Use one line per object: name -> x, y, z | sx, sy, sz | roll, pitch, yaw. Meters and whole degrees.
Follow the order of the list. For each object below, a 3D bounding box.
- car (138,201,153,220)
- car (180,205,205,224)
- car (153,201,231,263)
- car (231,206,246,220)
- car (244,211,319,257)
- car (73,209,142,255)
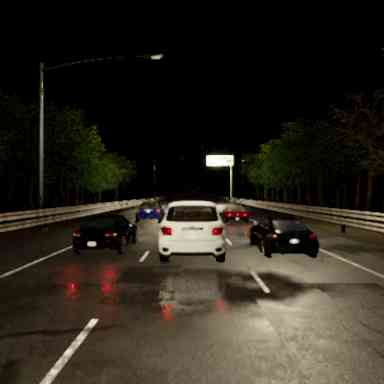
car -> -3.442, 1.580, 28.365 | 2.097, 1.767, 4.553 | 0, 0, 0
car -> 0.054, 1.828, 28.185 | 1.895, 1.301, 4.718 | 0, 0, 0
car -> 0.021, 1.335, 12.513 | 2.150, 2.045, 5.566 | 0, 0, 0
car -> 3.554, 1.828, 28.179 | 1.895, 1.301, 4.718 | 0, 0, 0
car -> 3.536, 1.683, 13.471 | 1.994, 1.385, 4.181 | 0, 0, 0
car -> -3.463, 1.647, 13.859 | 1.812, 1.442, 4.674 | 0, 0, 1
